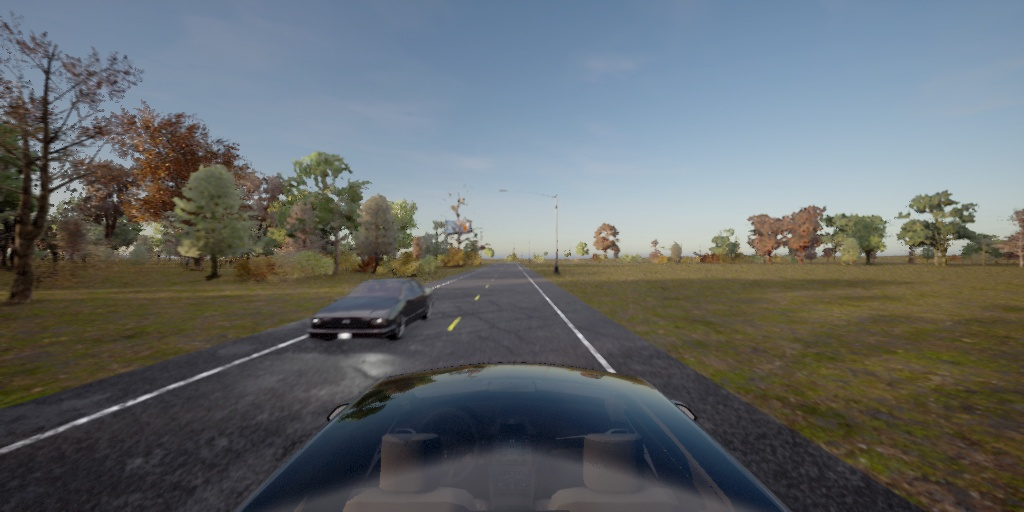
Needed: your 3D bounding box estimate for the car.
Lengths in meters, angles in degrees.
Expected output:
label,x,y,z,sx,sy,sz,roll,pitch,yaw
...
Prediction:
label,x,y,z,sx,sy,sz,roll,pitch,yaw
car,-3.604,1.357,10.385,2.033,1.411,5.357,0,0,0
